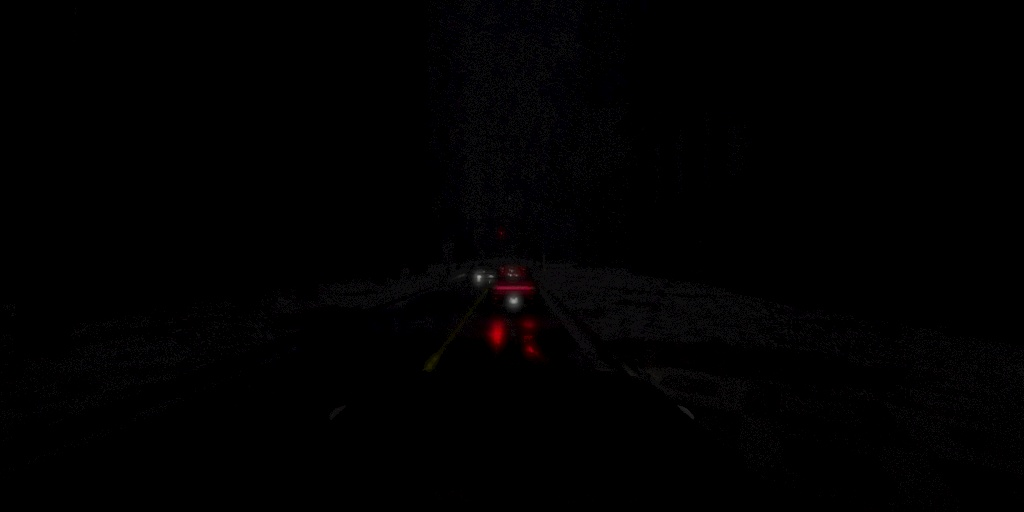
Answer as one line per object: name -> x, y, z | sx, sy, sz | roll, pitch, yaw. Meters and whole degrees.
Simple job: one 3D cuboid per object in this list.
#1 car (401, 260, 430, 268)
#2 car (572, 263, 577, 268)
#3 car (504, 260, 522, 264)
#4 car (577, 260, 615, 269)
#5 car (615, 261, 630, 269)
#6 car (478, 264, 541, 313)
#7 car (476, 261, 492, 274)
car -> -14.570, 1.229, 52.658 | 4.829, 1.417, 1.751 | 0, 0, 0
car -> 12.355, 1.359, 61.259 | 4.097, 1.591, 1.967 | 0, 0, 0
car -> 0.077, 1.126, 28.756 | 2.097, 1.767, 4.553 | 0, 0, 0
car -> 12.350, 1.333, 52.735 | 4.403, 1.370, 2.007 | 0, 0, 0
car -> 18.019, 1.369, 52.752 | 4.313, 1.339, 1.948 | 0, 0, 0
car -> 0.073, 1.252, 14.004 | 2.128, 1.511, 4.902 | 0, 0, 0
car -> -3.028, 1.335, 41.627 | 2.033, 1.411, 5.357 | 0, 0, 1
